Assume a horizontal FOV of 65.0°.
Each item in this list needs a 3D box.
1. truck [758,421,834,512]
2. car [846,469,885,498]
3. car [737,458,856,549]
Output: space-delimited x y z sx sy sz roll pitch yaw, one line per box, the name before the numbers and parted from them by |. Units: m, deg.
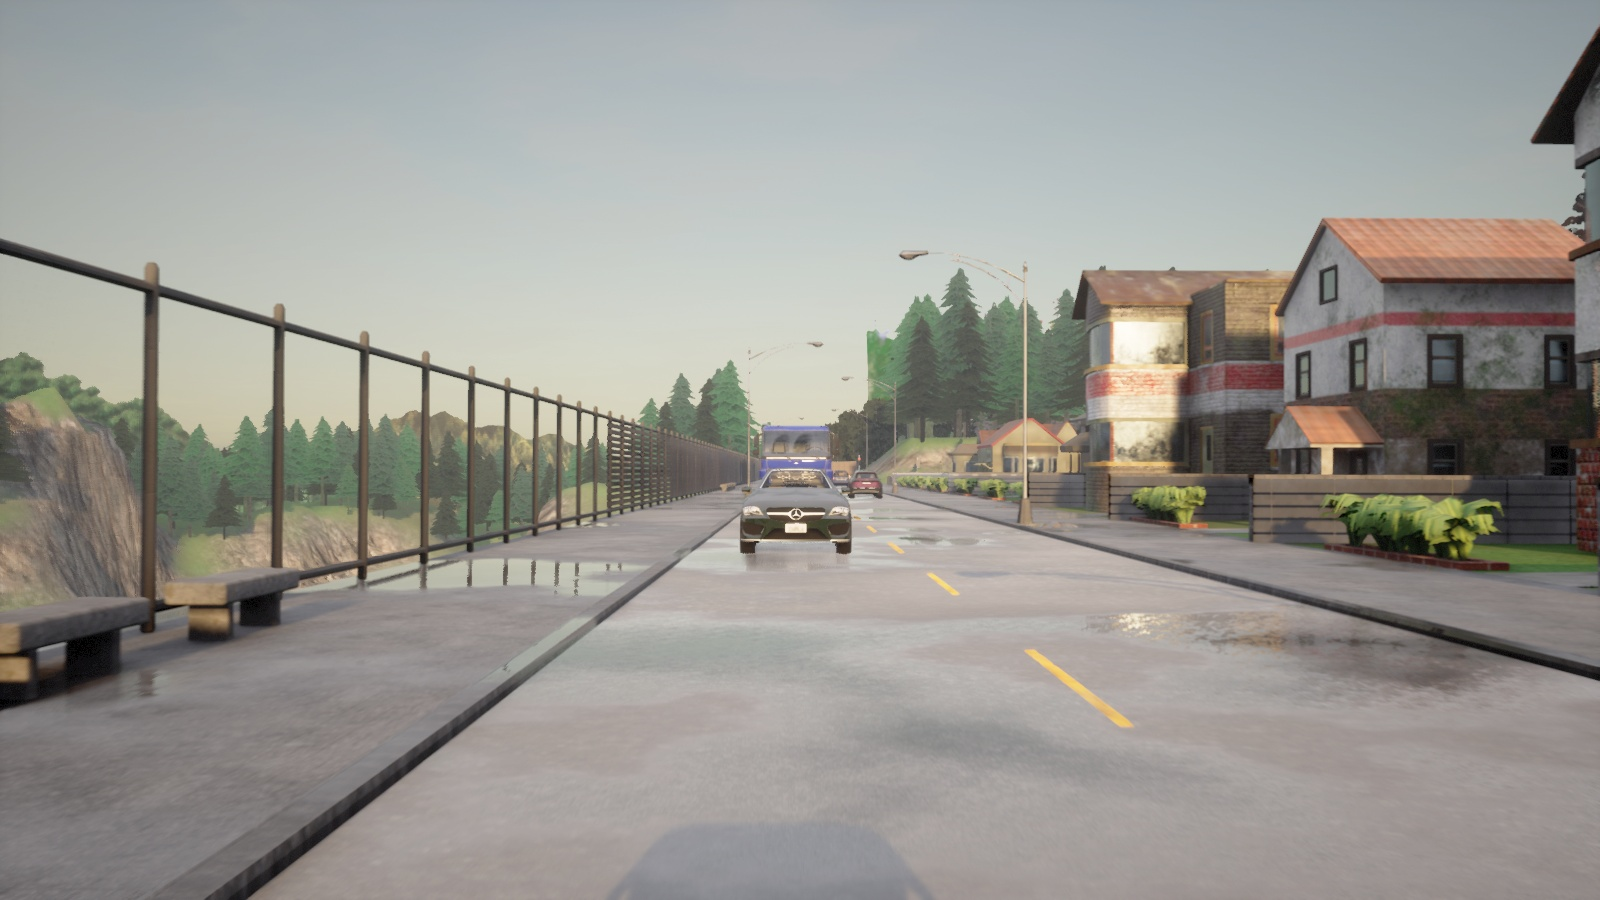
truck | -0.147 0.704 52.004 2.891 3.462 7.936 0 -1 0
car | 3.797 1.969 74.030 2.033 1.649 4.856 0 -1 0
car | -0.071 1.020 25.458 2.152 1.651 5.027 0 -1 0
